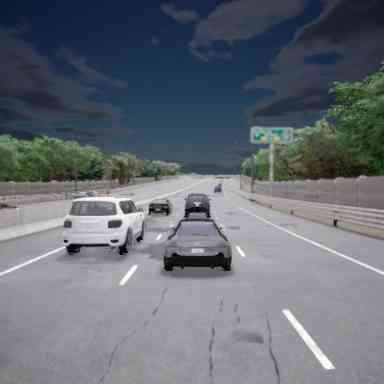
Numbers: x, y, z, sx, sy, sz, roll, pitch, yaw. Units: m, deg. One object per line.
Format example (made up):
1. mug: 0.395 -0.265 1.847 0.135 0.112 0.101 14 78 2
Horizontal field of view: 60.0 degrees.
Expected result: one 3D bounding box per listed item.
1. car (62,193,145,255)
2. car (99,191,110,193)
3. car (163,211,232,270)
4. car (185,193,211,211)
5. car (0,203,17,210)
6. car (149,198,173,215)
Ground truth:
1. car: -3.305 1.213 13.474 2.150 2.045 5.566 0 0 1
2. car: -15.977 0.699 59.904 2.097 1.767 4.553 0 1 3
3. car: 0.172 1.560 11.007 1.994 1.385 4.181 0 0 1
4. car: 0.506 1.122 29.794 2.150 2.045 5.566 0 1 1
5. car: -13.858 1.429 22.519 1.882 1.535 5.008 0 0 1
6. car: -2.936 1.354 31.855 1.882 1.535 5.008 0 1 2
